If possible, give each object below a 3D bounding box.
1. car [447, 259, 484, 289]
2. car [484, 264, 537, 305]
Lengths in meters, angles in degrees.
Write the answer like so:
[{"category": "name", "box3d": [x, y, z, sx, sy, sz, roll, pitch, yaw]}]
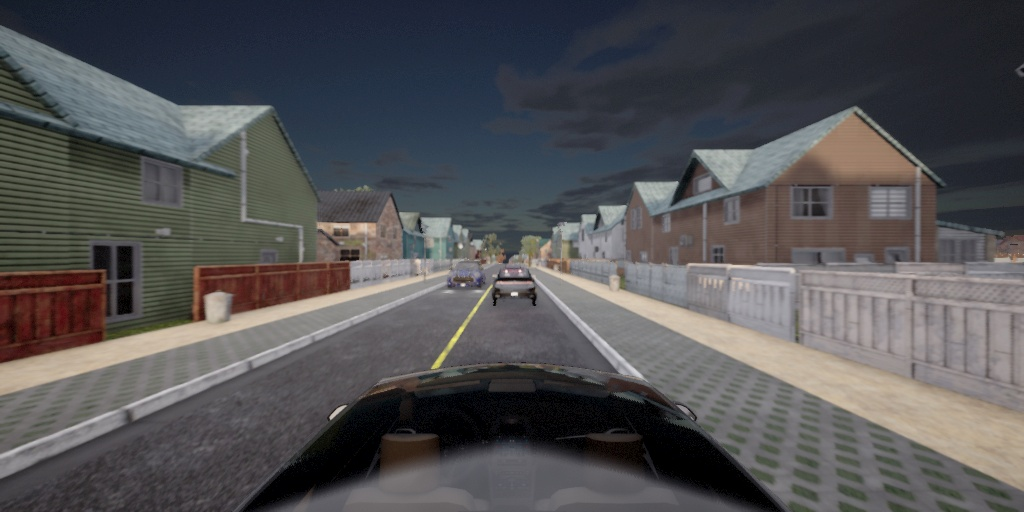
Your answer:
[{"category": "car", "box3d": [-2.841, 1.106, 23.094, 2.097, 1.767, 4.553, 0, 0, 0]}, {"category": "car", "box3d": [0.099, 1.240, 16.075, 2.128, 1.511, 4.902, 0, 0, 0]}]
